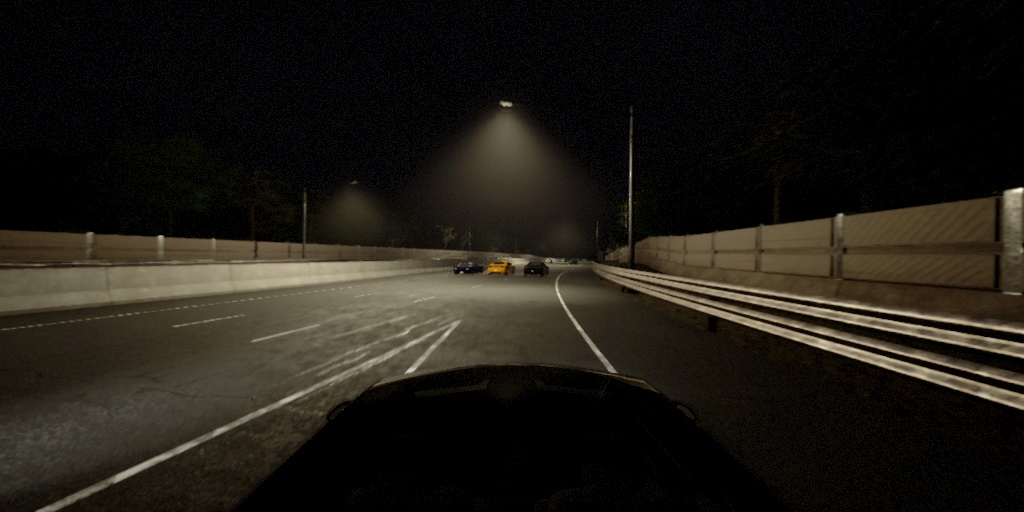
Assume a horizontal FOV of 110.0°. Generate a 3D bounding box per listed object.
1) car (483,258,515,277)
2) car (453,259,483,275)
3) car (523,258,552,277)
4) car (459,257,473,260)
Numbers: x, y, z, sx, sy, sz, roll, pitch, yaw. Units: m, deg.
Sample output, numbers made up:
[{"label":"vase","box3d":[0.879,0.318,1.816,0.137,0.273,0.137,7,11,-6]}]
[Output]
[{"label":"car","box3d":[-0.974,1.215,36.242,1.882,1.535,5.008,1,0,13]},{"label":"car","box3d":[-4.376,1.303,37.069,1.895,1.301,4.718,1,0,13]},{"label":"car","box3d":[2.430,1.250,35.429,1.882,1.535,5.008,1,0,13]},{"label":"car","box3d":[-8.964,1.253,63.099,1.895,1.301,4.718,1,0,14]}]
